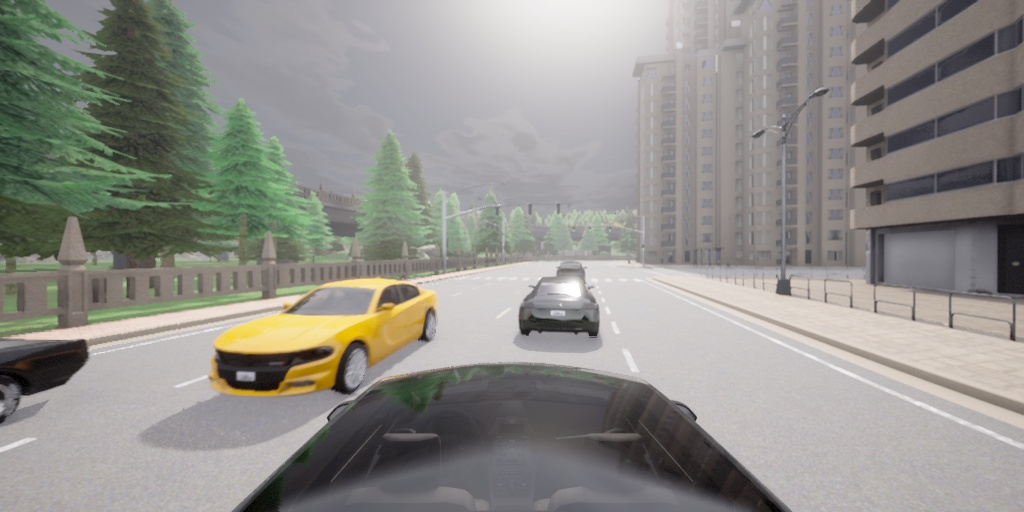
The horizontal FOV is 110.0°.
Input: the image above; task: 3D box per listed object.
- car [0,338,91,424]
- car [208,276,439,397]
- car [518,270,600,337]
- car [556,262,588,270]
[{"bbox_3d":[-6.900,1.346,2.712,1.895,1.301,4.718,0,0,4],"label":"car"},{"bbox_3d":[-2.966,1.197,6.899,1.882,1.535,5.008,0,0,7],"label":"car"},{"bbox_3d":[1.379,1.264,10.195,1.994,1.385,4.181,0,0,9],"label":"car"},{"bbox_3d":[4.033,1.121,24.397,1.837,1.490,4.892,0,0,11],"label":"car"}]
